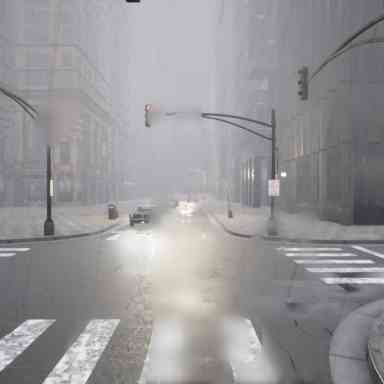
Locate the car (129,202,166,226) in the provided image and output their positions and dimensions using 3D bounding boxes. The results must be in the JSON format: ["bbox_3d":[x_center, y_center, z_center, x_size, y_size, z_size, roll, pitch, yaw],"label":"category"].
[{"bbox_3d":[-3.108,1.601,23.227,1.895,1.301,4.718,0,0,0],"label":"car"}]

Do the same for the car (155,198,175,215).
[{"bbox_3d":[-3.105,1.565,33.170,1.994,1.385,4.181,0,0,0],"label":"car"}]

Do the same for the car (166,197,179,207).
[{"bbox_3d":[-3.071,1.531,53.213,1.812,1.442,4.674,0,0,0],"label":"car"}]

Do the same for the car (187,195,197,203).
[{"bbox_3d":[0.075,1.367,69.700,2.097,1.767,4.553,0,0,0],"label":"car"}]

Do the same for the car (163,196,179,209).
[{"bbox_3d":[-3.111,1.354,43.171,2.097,1.767,4.553,0,0,0],"label":"car"}]
